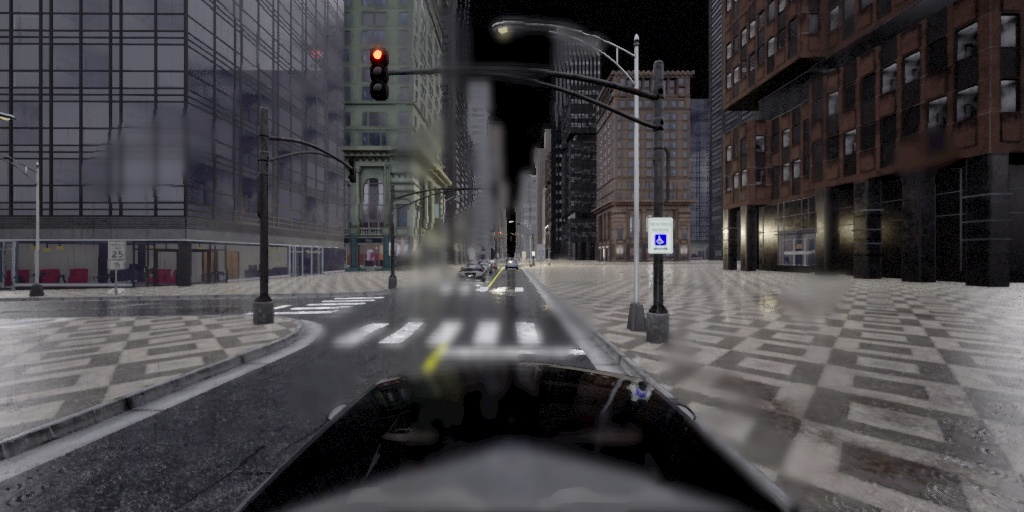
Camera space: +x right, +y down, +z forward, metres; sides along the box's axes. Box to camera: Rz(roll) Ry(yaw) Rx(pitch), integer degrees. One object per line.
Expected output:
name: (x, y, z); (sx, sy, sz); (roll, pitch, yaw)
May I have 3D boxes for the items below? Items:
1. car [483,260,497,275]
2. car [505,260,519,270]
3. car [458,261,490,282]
car: (-3.110, 1.244, 39.755); (2.128, 1.511, 4.902); (0, 0, 0)
car: (-0.020, 1.326, 53.416); (1.994, 1.385, 4.181); (0, 0, 0)
car: (-3.114, 1.314, 29.003); (1.994, 1.385, 4.181); (0, 0, 0)
